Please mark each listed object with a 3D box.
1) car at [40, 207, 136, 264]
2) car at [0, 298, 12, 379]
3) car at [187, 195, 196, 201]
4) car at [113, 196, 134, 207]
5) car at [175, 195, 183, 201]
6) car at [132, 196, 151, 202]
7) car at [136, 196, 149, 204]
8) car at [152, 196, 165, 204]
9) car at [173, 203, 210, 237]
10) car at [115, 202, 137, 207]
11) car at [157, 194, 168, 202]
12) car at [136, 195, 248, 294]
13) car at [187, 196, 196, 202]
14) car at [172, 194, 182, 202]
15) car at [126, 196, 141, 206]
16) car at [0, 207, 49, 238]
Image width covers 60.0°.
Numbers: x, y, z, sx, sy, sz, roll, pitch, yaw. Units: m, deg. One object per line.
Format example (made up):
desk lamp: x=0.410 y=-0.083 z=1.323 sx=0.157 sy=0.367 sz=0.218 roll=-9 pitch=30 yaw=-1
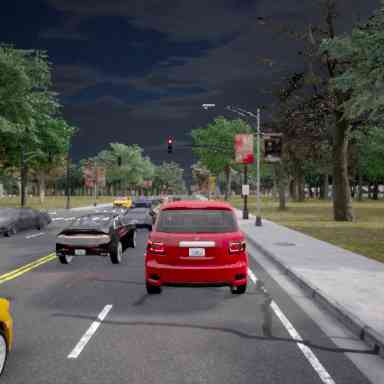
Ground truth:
car: x=-3.166 y=1.494 z=11.834 sx=2.128 sy=1.511 sz=4.902 roll=0 pitch=0 yaw=0
car: x=-3.153 y=1.478 z=2.125 sx=1.882 sy=1.535 sz=5.008 roll=0 pitch=0 yaw=0
car: x=-0.131 y=1.480 z=86.755 sx=2.128 sy=1.511 sz=4.902 roll=0 pitch=0 yaw=0
car: x=-9.908 y=1.501 z=47.451 sx=1.882 sy=1.535 sz=5.008 roll=0 pitch=0 yaw=0
car: x=-3.381 y=1.551 z=86.780 sx=1.895 sy=1.301 sz=4.718 roll=0 pitch=0 yaw=0
car: x=-6.667 y=1.623 z=46.008 sx=1.895 sy=1.301 sz=4.718 roll=0 pitch=0 yaw=0
car: x=-9.871 y=1.550 z=66.749 sx=1.837 sy=1.490 sz=4.892 roll=0 pitch=0 yaw=0
car: x=-6.633 y=1.591 z=65.745 sx=2.033 sy=1.411 sz=5.357 roll=0 pitch=0 yaw=0
car: x=-0.027 y=1.483 z=19.240 sx=1.882 sy=1.535 sz=5.008 roll=0 pitch=0 yaw=0
car: x=-3.180 y=1.570 z=20.498 sx=1.994 sy=1.385 sz=4.181 roll=0 pitch=0 yaw=0
car: x=-6.614 y=1.400 z=75.978 sx=2.097 sy=1.767 sz=4.553 roll=0 pitch=0 yaw=0
car: x=0.088 y=1.223 z=8.923 sx=2.150 sy=2.045 sz=5.566 roll=0 pitch=0 yaw=0
car: x=-0.114 y=1.599 z=76.340 sx=2.033 sy=1.411 sz=5.357 roll=0 pitch=0 yaw=0
car: x=-3.365 y=1.415 z=76.722 sx=2.097 sy=1.767 sz=4.553 roll=0 pitch=0 yaw=0
car: x=-9.917 y=1.537 z=56.749 sx=1.837 sy=1.490 sz=4.892 roll=0 pitch=0 yaw=0
car: x=-9.661 y=1.553 z=18.086 sx=2.033 sy=1.411 sz=5.357 roll=0 pitch=0 yaw=4
